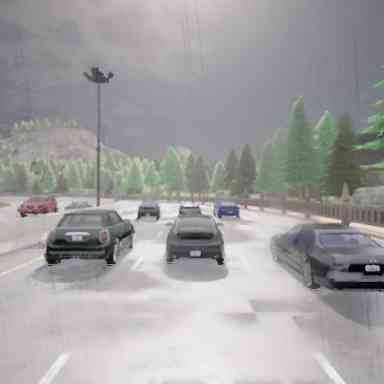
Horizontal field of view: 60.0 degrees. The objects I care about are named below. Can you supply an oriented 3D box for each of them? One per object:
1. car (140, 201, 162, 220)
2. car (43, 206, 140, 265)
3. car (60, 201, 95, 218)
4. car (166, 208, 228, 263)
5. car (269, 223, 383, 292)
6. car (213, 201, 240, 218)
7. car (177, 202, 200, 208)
[{"bbox_3d":[-3.780,1.603,29.521,1.837,1.490,4.892,0,0,-4],"label":"car"},{"bbox_3d":[-3.403,1.392,11.992,2.097,1.767,4.553,0,0,0],"label":"car"},{"bbox_3d":[-11.189,1.656,32.850,2.033,1.411,5.357,0,0,-6],"label":"car"},{"bbox_3d":[0.098,1.545,12.058,1.837,1.490,4.892,0,0,0],"label":"car"},{"bbox_3d":[3.599,1.578,9.151,2.033,1.411,5.357,0,0,0],"label":"car"},{"bbox_3d":[3.106,1.581,31.034,1.882,1.535,5.008,0,0,-5],"label":"car"},{"bbox_3d":[-0.280,1.589,29.458,2.128,1.511,4.902,0,0,-4],"label":"car"}]
